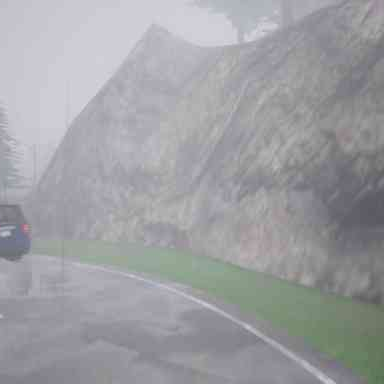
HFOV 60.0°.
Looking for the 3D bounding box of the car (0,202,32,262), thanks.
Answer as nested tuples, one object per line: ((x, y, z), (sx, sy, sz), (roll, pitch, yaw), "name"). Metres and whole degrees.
((-7.848, 1.333, 11.289), (5.566, 2.045, 2.150), (0, 0, 31), "car")
